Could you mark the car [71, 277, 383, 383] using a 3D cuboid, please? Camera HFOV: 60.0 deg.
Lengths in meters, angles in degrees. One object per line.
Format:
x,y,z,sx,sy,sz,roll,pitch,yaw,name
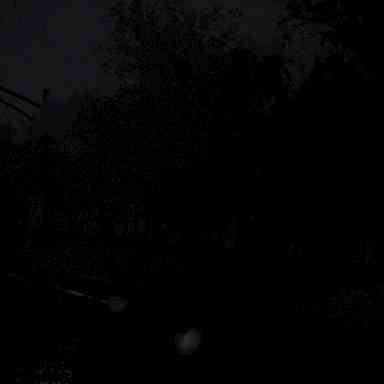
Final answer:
0.771,1.563,3.131,4.181,1.385,1.994,0,0,35,car
